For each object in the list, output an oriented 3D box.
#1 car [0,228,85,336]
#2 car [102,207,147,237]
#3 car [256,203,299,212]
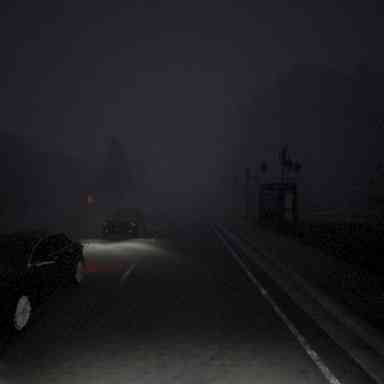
[{"bbox_3d":[-3.671,1.573,6.870,1.837,1.490,4.892,0,-1,-1],"label":"car"},{"bbox_3d":[-3.817,1.656,19.462,1.882,1.535,5.008,0,0,0],"label":"car"},{"bbox_3d":[10.159,1.930,39.793,4.718,1.301,1.895,0,-1,-2],"label":"car"}]
